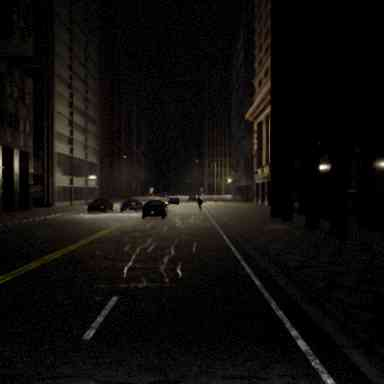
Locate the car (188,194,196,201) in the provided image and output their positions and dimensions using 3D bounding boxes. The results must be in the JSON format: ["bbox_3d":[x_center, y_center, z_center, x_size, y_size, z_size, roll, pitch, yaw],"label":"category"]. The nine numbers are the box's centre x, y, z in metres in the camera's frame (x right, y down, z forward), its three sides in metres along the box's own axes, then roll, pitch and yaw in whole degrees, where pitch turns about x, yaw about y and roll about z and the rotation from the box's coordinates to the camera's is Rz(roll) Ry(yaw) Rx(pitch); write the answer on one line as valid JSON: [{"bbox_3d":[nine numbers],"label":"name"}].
[{"bbox_3d":[0.014,1.333,73.793,2.033,1.411,5.357,0,0,0],"label":"car"}]

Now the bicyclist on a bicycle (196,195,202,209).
[{"bbox_3d":[0.904,1.317,43.954,0.659,1.776,1.843,0,0,0],"label":"bicyclist on a bicycle"}]

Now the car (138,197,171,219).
[{"bbox_3d":[-3.145,1.462,29.007,1.882,1.535,5.008,0,0,0],"label":"car"}]

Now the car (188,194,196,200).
[{"bbox_3d":[0.018,1.205,84.649,2.128,1.511,4.902,0,0,0],"label":"car"}]

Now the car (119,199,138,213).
[{"bbox_3d":[-6.582,1.496,36.243,1.812,1.442,4.674,0,0,0],"label":"car"}]

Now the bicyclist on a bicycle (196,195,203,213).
[{"bbox_3d":[0.902,1.426,34.877,0.582,1.620,1.656,0,0,0],"label":"bicyclist on a bicycle"}]

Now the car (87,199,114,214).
[{"bbox_3d":[-9.832,1.450,35.888,1.882,1.535,5.008,0,0,0],"label":"car"}]

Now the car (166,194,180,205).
[{"bbox_3d":[-3.137,1.447,57.627,1.994,1.385,4.181,0,0,0],"label":"car"}]

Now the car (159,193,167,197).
[{"bbox_3d":[-6.485,0.902,76.966,2.097,1.767,4.553,0,0,0],"label":"car"}]

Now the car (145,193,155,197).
[{"bbox_3d":[-9.735,1.025,76.938,1.882,1.535,5.008,0,0,0],"label":"car"}]
